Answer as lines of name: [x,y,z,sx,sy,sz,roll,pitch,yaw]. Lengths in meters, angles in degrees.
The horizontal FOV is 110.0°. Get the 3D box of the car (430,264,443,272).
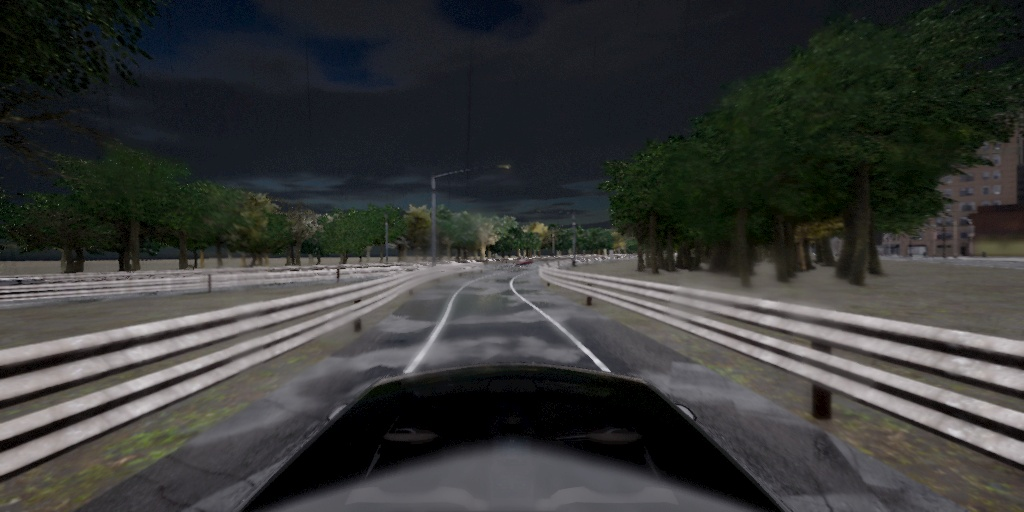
car: [-11.259,1.813,54.457,1.895,1.301,4.718,0,1,35]

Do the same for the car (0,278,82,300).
car: [-32.615,2.247,24.039,1.837,1.490,4.892,0,1,35]
